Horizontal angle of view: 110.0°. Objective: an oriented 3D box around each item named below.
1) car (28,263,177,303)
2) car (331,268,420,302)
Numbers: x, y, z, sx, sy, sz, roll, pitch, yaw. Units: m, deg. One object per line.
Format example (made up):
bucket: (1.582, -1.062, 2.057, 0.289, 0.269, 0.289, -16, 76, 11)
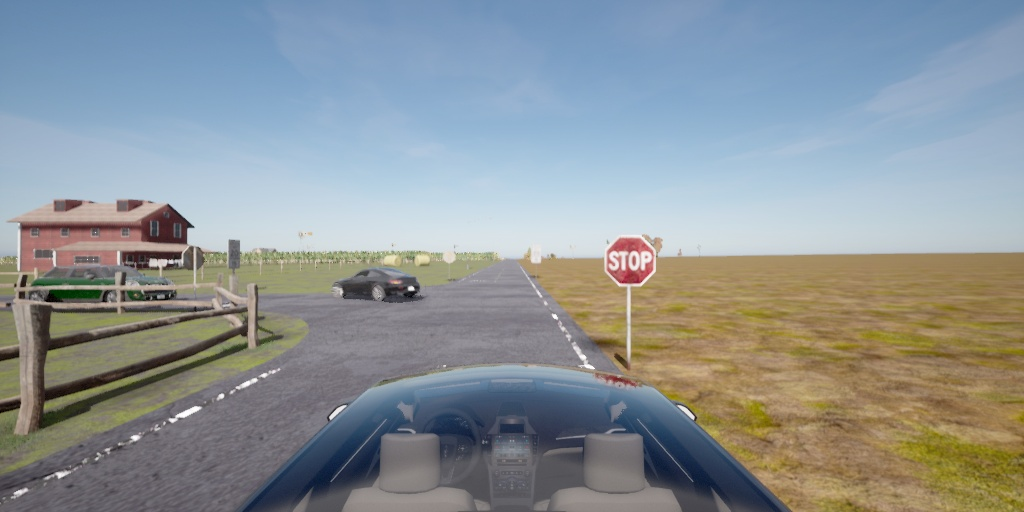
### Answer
car: (-17.006, 1.150, 15.092, 4.553, 1.767, 2.097, 0, -1, 0)
car: (-6.341, 1.274, 16.640, 4.674, 1.442, 1.812, -1, -1, 31)
